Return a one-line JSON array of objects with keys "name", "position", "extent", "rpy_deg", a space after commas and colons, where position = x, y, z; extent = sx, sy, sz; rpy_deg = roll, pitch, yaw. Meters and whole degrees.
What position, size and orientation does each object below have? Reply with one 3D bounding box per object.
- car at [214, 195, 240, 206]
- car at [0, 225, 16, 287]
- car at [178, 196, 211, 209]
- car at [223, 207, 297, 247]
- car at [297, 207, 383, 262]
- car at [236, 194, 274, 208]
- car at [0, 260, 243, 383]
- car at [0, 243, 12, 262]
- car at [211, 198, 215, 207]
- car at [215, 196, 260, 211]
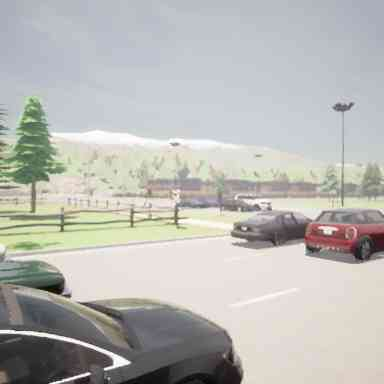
[{"name": "car", "position": [6.058, 1.477, 58.398], "extent": [2.097, 1.767, 4.553], "rpy_deg": [0, 0, -35]}, {"name": "car", "position": [-6.767, 1.596, 7.518], "extent": [4.718, 1.301, 1.895], "rpy_deg": [0, 0, -36]}, {"name": "car", "position": [-0.155, 1.634, 46.913], "extent": [2.033, 1.411, 5.357], "rpy_deg": [0, 0, -35]}, {"name": "car", "position": [4.223, 1.587, 15.358], "extent": [5.357, 1.411, 2.033], "rpy_deg": [0, 0, -36]}, {"name": "car", "position": [6.367, 1.392, 12.588], "extent": [4.553, 1.767, 2.097], "rpy_deg": [0, 0, -36]}, {"name": "car", "position": [7.651, 1.320, 41.894], "extent": [2.150, 2.045, 5.566], "rpy_deg": [0, 0, -35]}, {"name": "car", "position": [-1.754, 1.506, 2.497], "extent": [4.892, 1.490, 1.837], "rpy_deg": [0, 0, -35]}, {"name": "car", "position": [-4.356, 1.598, 4.938], "extent": [4.718, 1.301, 1.895], "rpy_deg": [0, 0, -36]}, {"name": "car", "position": [2.135, 1.450, 49.755], "extent": [2.097, 1.767, 4.553], "rpy_deg": [0, 0, -35]}, {"name": "car", "position": [5.254, 1.592, 39.208], "extent": [1.837, 1.490, 4.892], "rpy_deg": [0, 0, -35]}]
